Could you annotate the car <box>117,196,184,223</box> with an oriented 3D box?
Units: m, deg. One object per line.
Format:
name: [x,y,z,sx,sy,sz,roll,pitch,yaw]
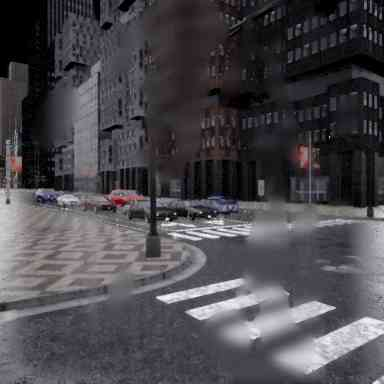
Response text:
car: [-3.065,1.283,23.183,2.033,1.411,5.357,0,1,-35]

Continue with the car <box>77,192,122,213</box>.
car: [-8.663,1.079,30.867,1.882,1.535,5.008,0,1,-36]

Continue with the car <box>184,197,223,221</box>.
car: [-0.460,1.279,25.041,2.033,1.411,5.357,0,1,-39]

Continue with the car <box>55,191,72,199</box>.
car: [-25.132,0.507,64.948,1.882,1.535,5.008,0,1,-36]

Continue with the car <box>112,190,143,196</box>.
car: [-6.414,0.809,33.302,2.150,2.045,5.566,0,1,-36]

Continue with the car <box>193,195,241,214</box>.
car: [2.383,1.137,32.588,1.882,1.535,5.008,0,1,-36]

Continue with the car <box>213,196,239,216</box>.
car: [1.558,1.255,28.195,2.033,1.411,5.357,0,1,-36]

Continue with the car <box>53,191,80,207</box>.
car: [-14.460,0.984,38.843,1.812,1.442,4.674,0,1,-35]

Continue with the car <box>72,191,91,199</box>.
car: [-21.986,0.529,66.146,2.128,1.511,4.902,0,1,-36]

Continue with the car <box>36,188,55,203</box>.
car: [-20.676,0.520,47.508,2.150,2.045,5.566,0,1,-36]
